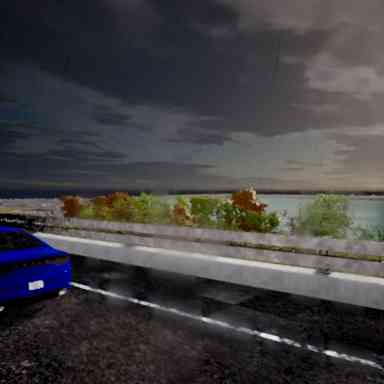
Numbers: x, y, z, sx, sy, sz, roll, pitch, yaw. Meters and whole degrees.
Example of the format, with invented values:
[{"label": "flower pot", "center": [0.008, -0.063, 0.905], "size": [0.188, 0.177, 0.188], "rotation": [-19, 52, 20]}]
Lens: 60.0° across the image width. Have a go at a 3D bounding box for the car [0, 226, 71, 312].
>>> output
[{"label": "car", "center": [-4.731, 1.477, 7.270], "size": [5.008, 1.535, 1.882], "rotation": [0, 0, 36]}]
